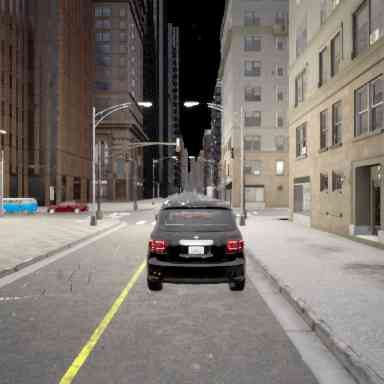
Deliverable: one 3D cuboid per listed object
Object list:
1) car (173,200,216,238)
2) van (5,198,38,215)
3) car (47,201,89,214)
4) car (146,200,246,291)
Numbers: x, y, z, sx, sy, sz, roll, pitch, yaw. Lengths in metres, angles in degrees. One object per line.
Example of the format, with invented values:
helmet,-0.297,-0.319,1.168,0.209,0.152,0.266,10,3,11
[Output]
car,0.103,1.356,18.591,2.097,1.767,4.553,0,0,0
van,-19.590,1.589,37.489,3.998,1.788,1.690,-1,0,0
car,-13.964,1.724,37.467,4.507,1.381,1.887,-1,0,0
car,0.103,1.223,9.142,2.150,2.045,5.566,0,0,0
